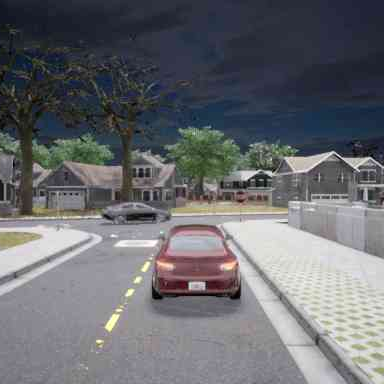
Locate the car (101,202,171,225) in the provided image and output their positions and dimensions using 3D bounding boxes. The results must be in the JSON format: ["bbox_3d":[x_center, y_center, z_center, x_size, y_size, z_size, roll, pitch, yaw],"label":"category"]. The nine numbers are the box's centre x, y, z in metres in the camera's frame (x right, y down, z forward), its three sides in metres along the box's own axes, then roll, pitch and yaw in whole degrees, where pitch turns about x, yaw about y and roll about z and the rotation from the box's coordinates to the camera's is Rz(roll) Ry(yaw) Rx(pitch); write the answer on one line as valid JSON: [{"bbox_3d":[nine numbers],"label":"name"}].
[{"bbox_3d":[-3.901,1.482,23.577,4.902,1.511,2.128,0,0,-22],"label":"car"}]

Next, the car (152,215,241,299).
[{"bbox_3d":[0.087,1.527,8.295,1.812,1.442,4.674,0,0,0],"label":"car"}]
